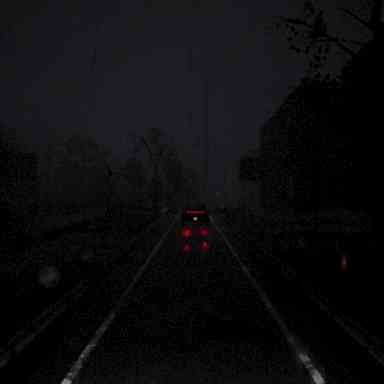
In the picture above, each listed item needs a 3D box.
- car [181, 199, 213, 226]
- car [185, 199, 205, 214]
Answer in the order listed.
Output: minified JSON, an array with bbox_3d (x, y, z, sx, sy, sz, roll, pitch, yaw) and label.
[{"bbox_3d":[0.230,1.509,23.711,2.128,1.511,4.902,0,0,0],"label":"car"},{"bbox_3d":[0.308,1.597,37.871,2.128,1.511,4.902,0,-1,0],"label":"car"}]
